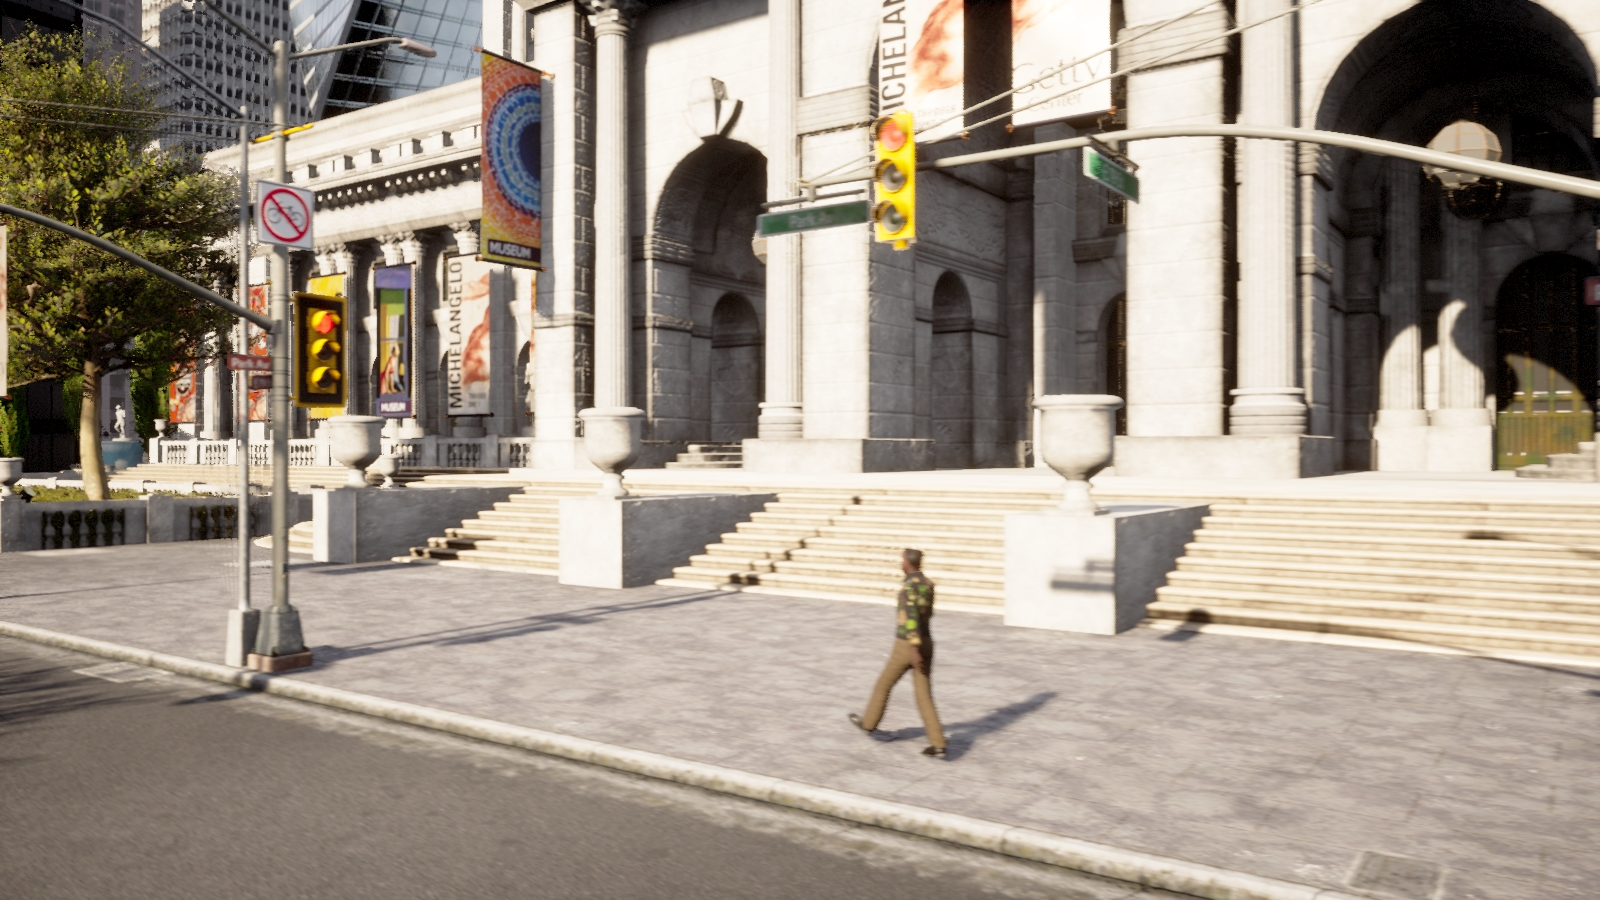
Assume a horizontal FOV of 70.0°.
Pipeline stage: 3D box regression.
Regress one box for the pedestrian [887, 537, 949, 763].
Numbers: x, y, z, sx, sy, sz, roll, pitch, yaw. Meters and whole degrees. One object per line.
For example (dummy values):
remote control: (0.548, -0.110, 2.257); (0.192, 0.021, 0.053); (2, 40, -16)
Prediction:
pedestrian: (1.018, 1.698, 9.854); (0.375, 1.860, 0.375); (0, 0, -44)
